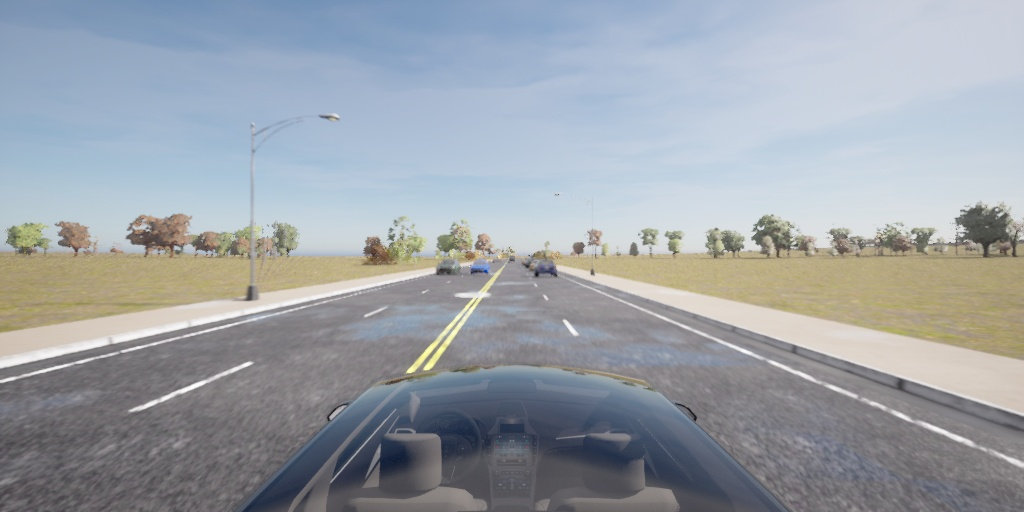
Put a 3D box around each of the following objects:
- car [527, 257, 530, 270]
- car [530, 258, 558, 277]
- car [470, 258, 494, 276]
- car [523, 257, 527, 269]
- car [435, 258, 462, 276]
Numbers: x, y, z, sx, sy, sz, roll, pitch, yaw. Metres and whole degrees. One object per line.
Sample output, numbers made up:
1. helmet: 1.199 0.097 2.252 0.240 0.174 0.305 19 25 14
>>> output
1. car: 3.251 1.201 46.773 1.801 1.575 5.366 0 0 0
2. car: 3.251 1.100 35.553 2.097 1.767 4.553 0 0 0
3. car: -3.330 1.225 38.136 1.882 1.535 5.008 0 0 0
4. car: 3.252 1.094 57.553 2.097 1.767 4.553 0 0 0
5. car: -6.577 1.099 37.482 2.097 1.767 4.553 0 0 0
